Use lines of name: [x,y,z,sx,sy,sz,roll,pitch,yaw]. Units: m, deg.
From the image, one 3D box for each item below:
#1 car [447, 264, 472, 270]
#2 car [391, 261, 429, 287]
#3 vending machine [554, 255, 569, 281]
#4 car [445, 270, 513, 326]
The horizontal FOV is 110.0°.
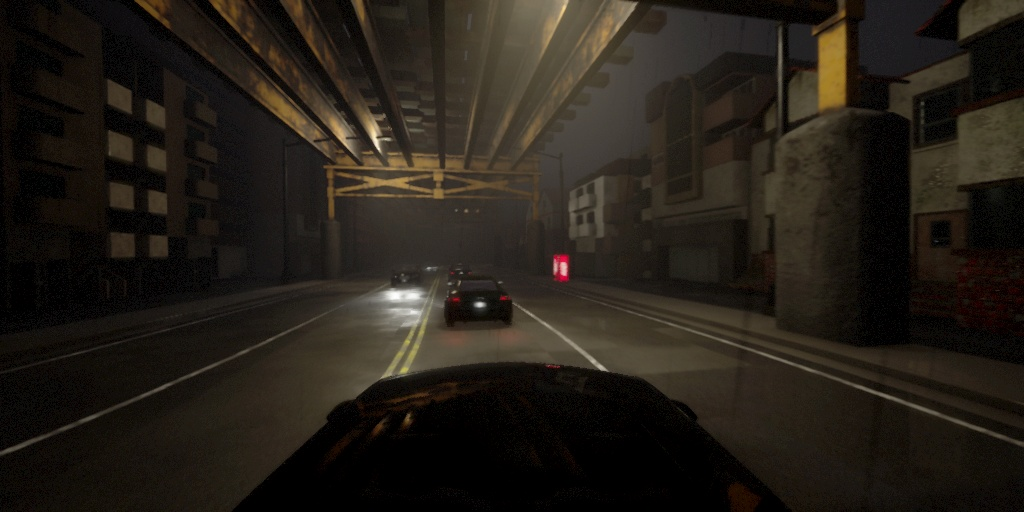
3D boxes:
car: [-4.182,1.316,28.949,2.033,1.411,5.357,-1,0,-10]
car: [-7.235,1.296,25.084,2.128,1.511,4.902,-1,0,-10]
vending machine: [3.664,0.882,26.581,1.100,2.100,0.880,0,0,-10]
car: [-1.177,1.315,11.803,1.994,1.385,4.181,-1,0,-9]
